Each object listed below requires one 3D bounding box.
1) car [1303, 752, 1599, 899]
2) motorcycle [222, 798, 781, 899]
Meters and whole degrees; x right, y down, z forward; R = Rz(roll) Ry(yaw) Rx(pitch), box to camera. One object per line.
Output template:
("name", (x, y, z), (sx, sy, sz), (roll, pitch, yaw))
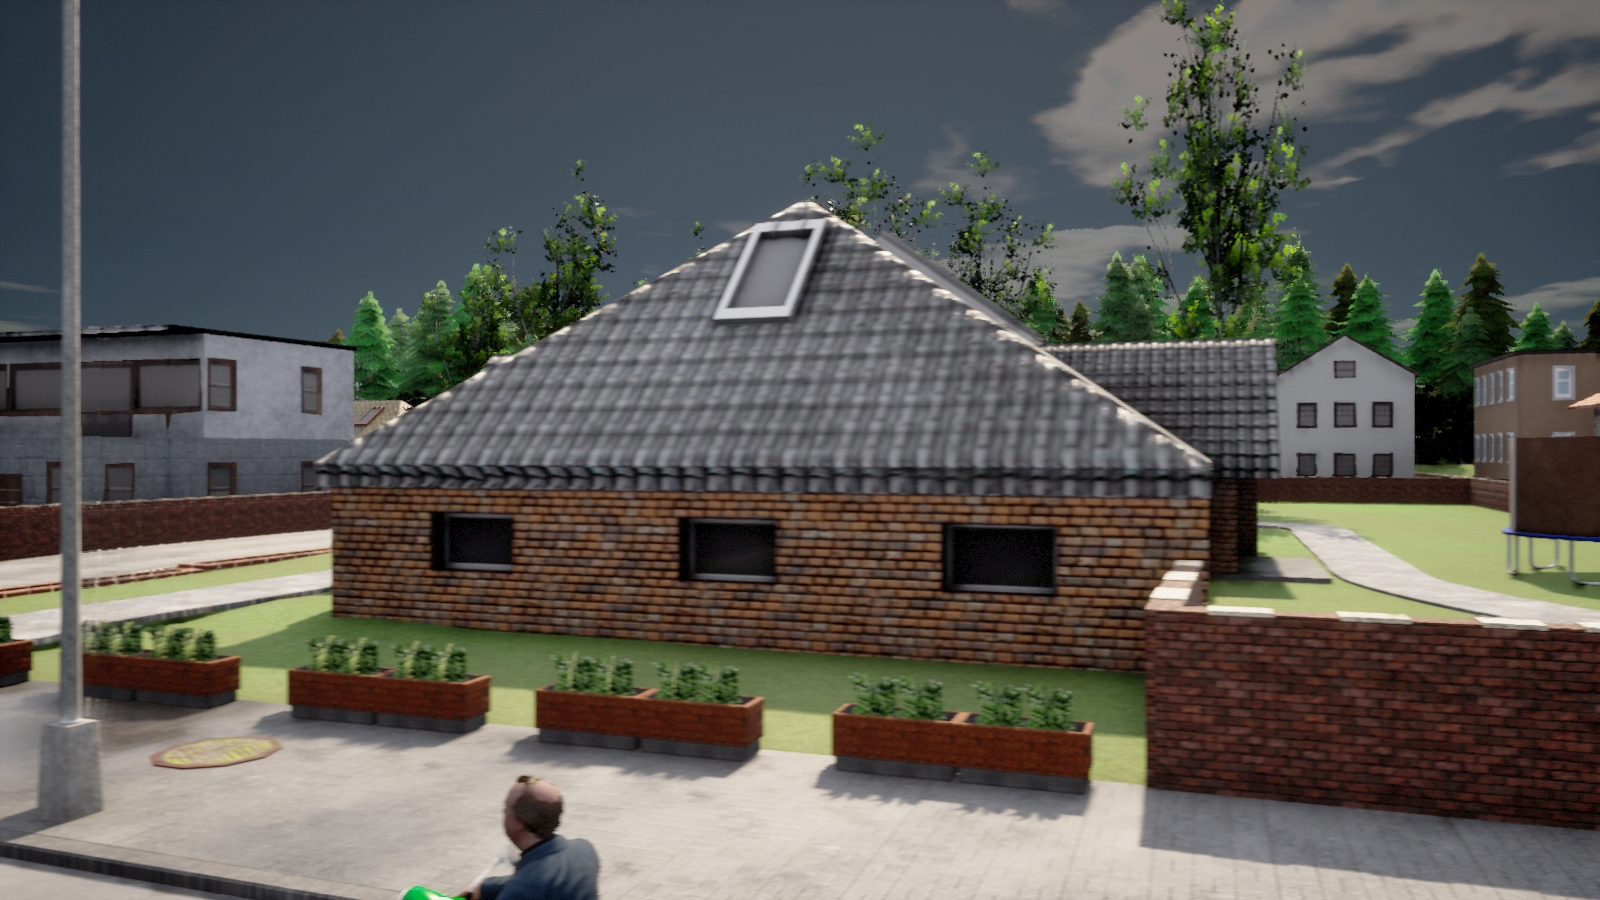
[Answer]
("car", (3.686, 1.968, 2.457), (4.611, 1.667, 2.242), (0, 0, 20))
("motorcycle", (-1.064, 2.142, 4.168), (1.805, 1.316, 0.856), (0, 0, 19))
